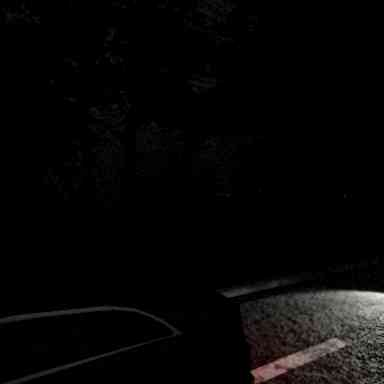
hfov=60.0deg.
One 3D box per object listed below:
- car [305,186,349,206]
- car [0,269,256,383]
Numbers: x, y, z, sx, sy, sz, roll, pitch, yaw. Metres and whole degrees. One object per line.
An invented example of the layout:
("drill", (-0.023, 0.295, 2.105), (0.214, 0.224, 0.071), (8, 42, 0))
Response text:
("car", (14.901, 0.371, 36.161), (2.150, 2.045, 5.566), (2, 1, -32))
("car", (-1.719, 1.485, 2.536), (4.902, 1.511, 2.128), (1, 0, -33))
